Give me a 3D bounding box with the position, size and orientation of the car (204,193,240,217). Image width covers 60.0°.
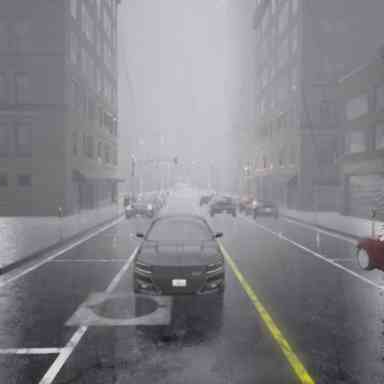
[{"bbox_3d":[2.228,1.058,25.780,1.837,1.490,4.892,0,1,-1],"label":"car"}]

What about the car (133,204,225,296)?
[{"bbox_3d":[-0.313,1.323,8.548,1.882,1.535,5.008,0,1,-2],"label":"car"}]

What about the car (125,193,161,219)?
[{"bbox_3d":[-3.544,1.009,23.762,1.967,1.590,4.097,-1,1,-2],"label":"car"}]

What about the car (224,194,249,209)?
[{"bbox_3d":[4.647,0.945,35.024,1.887,1.381,4.507,-1,1,-2],"label":"car"}]

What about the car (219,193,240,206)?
[{"bbox_3d":[4.482,0.849,40.526,1.887,1.381,4.507,-1,1,-2],"label":"car"}]

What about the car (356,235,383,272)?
[{"bbox_3d":[5.474,1.427,7.515,1.887,1.381,4.507,-1,1,-2],"label":"car"}]

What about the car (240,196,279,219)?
[{"bbox_3d":[4.978,1.157,24.021,1.947,1.339,4.313,-1,1,-2],"label":"car"}]

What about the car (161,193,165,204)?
[{"bbox_3d":[-3.709,1.039,29.267,1.947,1.339,4.313,-1,1,-2],"label":"car"}]

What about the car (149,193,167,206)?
[{"bbox_3d":[-4.039,0.826,40.270,1.887,1.381,4.507,-1,1,-2],"label":"car"}]

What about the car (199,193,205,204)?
[{"bbox_3d":[1.829,0.810,38.435,1.882,1.535,5.008,0,1,-1],"label":"car"}]
